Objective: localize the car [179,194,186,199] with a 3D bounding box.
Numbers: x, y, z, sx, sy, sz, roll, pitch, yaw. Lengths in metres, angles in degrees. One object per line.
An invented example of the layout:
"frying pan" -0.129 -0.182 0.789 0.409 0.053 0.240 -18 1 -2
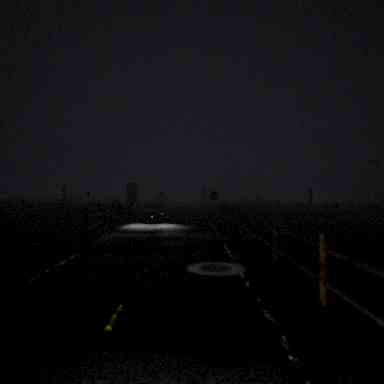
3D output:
"car" -2.690 1.165 91.539 1.882 1.535 5.008 0 0 0

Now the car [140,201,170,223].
"car" -2.776 1.522 25.777 1.837 1.490 4.892 0 -1 1

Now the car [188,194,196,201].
"car" 0.058 1.582 87.361 1.812 1.442 4.674 0 0 0
